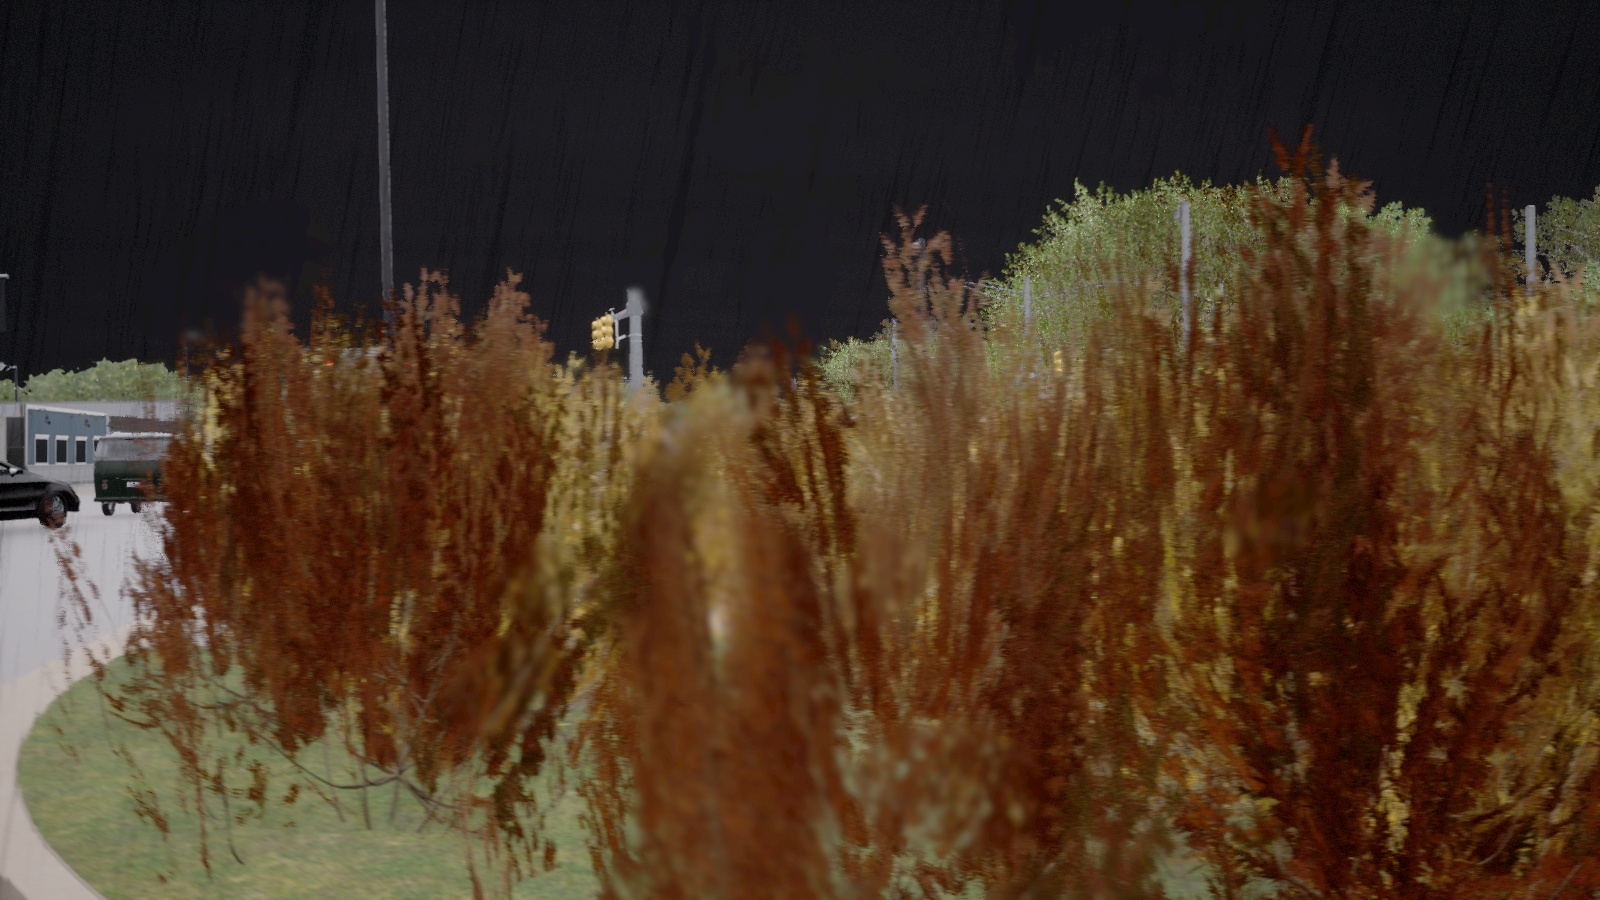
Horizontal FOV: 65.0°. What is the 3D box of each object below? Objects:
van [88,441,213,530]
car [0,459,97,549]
[{"bbox_3d":[-16.051,0.874,31.253,1.775,1.987,4.442,-2,-1,-15],"label":"van"},{"bbox_3d":[-14.550,0.999,21.638,1.816,1.474,4.193,-3,1,13],"label":"car"}]
